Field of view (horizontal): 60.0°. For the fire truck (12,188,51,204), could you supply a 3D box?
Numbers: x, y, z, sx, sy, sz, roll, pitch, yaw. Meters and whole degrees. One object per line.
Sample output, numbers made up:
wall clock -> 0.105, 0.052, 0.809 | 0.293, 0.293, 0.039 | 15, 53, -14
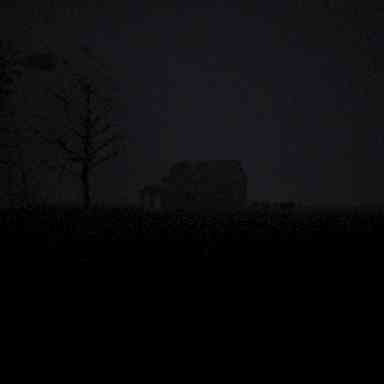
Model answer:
fire truck -> -38.975, 0.926, 81.113 | 2.891, 3.827, 8.468 | 1, 0, 35
